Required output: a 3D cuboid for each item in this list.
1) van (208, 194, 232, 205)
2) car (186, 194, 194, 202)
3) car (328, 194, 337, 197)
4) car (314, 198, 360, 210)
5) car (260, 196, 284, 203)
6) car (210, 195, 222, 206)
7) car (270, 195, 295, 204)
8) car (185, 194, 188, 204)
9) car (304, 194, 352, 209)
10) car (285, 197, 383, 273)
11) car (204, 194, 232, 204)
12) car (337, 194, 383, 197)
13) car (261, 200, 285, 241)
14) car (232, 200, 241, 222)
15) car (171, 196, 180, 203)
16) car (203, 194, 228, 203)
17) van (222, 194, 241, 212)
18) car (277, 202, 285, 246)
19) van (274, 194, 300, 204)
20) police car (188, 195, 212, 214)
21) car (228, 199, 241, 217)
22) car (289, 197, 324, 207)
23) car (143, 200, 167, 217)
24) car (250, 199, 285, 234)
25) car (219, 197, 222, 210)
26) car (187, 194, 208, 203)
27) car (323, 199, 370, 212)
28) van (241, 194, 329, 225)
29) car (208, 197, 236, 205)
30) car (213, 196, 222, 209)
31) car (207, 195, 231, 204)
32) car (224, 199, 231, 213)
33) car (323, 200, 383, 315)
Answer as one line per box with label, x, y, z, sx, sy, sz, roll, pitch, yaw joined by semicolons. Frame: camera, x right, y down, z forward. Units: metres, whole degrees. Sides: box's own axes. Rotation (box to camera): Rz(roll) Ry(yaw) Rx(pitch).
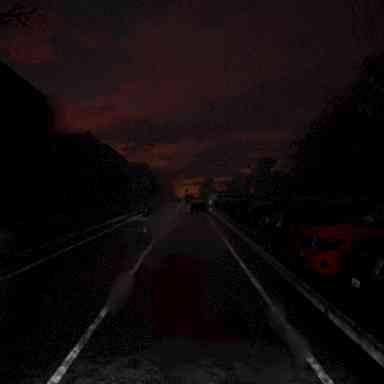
van;5.161;1.380;61.874;4.442;1.987;1.878;0;0;0
car;-0.455;1.459;88.085;2.150;2.045;5.566;0;-1;0
car;18.488;1.269;36.958;5.566;2.045;2.435;0;0;0
car;18.476;1.531;42.526;5.008;1.535;2.097;0;0;0
car;18.288;1.692;75.944;5.008;1.535;2.097;0;-1;0
car;5.362;1.548;47.853;4.892;1.521;2.231;0;0;0
car;18.293;1.508;67.589;4.553;1.767;2.185;0;0;0
car;-0.359;1.695;69.338;1.994;1.385;4.181;0;0;0
car;18.434;1.287;45.313;5.566;2.045;2.435;0;0;0
car;5.595;1.239;8.616;5.566;2.045;2.435;0;0;0
car;5.273;1.381;67.480;5.566;2.045;2.435;0;0;0
car;18.507;1.266;34.296;5.566;2.045;2.435;0;0;0
car;5.555;1.370;14.222;4.553;1.767;2.185;0;0;0
car;5.526;1.504;22.632;5.008;1.535;2.097;0;0;0
car;-3.635;1.714;74.346;1.812;1.442;4.674;0;0;0
car;5.231;1.441;75.890;5.566;2.045;2.435;0;0;0
van;5.360;1.287;31.041;4.442;1.987;1.878;0;0;0
car;5.574;1.368;11.419;4.553;1.767;2.185;0;0;0
van;18.456;1.392;64.810;4.442;1.987;1.878;0;0;0
police car;0.786;1.474;36.655;1.930;1.638;5.238;0;0;0
car;5.484;1.537;25.435;4.792;1.488;2.163;0;0;0
car;18.402;1.572;53.665;5.008;1.535;2.097;0;0;0
car;-3.511;1.519;32.045;1.882;1.535;5.008;0;0;0
car;5.600;1.373;17.026;4.553;1.767;2.185;0;0;0
car;5.487;1.545;33.845;4.792;1.488;2.163;0;0;0
car;0.734;1.426;46.536;2.097;1.767;4.553;0;0;0
car;18.496;1.565;39.865;4.674;1.452;2.002;0;0;0
van;5.433;1.276;19.828;4.442;1.987;1.878;0;0;0
car;5.288;1.595;59.070;4.892;1.521;2.231;0;0;0
car;5.416;1.522;39.448;5.008;1.535;2.097;0;0;0
car;5.229;1.492;64.678;4.553;1.767;2.185;0;0;0
car;5.466;1.539;28.238;4.792;1.488;2.163;0;0;0
car;5.613;1.236;5.812;5.566;2.045;2.435;0;0;0
